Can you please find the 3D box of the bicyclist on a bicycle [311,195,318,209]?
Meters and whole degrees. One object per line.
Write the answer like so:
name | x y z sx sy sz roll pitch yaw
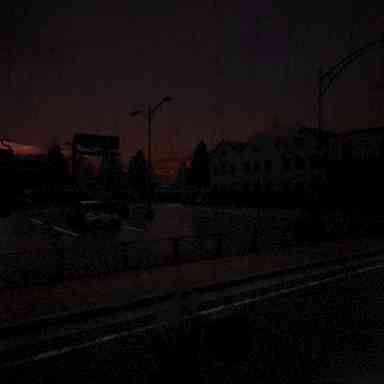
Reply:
bicyclist on a bicycle | 13.626 1.111 36.816 1.656 1.620 0.582 0 0 -35

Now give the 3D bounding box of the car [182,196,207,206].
car | 0.407 1.338 48.836 1.812 1.442 4.674 0 0 -36

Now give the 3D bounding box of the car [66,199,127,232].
car | -5.348 1.245 17.869 1.970 1.475 3.806 0 0 -36

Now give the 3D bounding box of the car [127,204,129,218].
car | -6.480 1.309 25.732 2.007 1.523 4.514 0 0 -36

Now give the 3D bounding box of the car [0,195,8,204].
car | -39.242 1.493 66.078 4.611 1.667 2.242 0 0 -36

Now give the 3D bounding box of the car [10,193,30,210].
car | -19.870 1.090 38.130 1.905 1.878 3.866 0 0 -36

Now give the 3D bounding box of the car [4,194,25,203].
car | -39.017 1.324 73.206 3.866 1.878 1.905 0 0 -36

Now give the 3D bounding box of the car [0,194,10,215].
car | -17.955 1.112 29.821 1.932 1.855 4.605 0 0 -36
